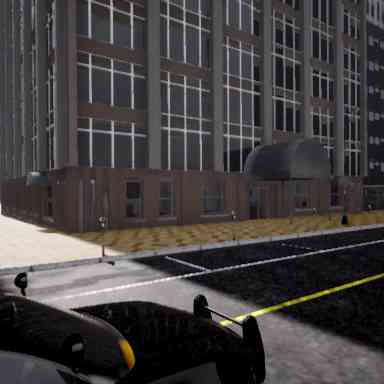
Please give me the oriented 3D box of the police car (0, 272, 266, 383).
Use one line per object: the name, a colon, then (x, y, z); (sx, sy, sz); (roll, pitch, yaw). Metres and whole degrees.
police car: (-1.615, 1.419, 2.282); (5.238, 1.638, 1.930); (0, 0, -35)
